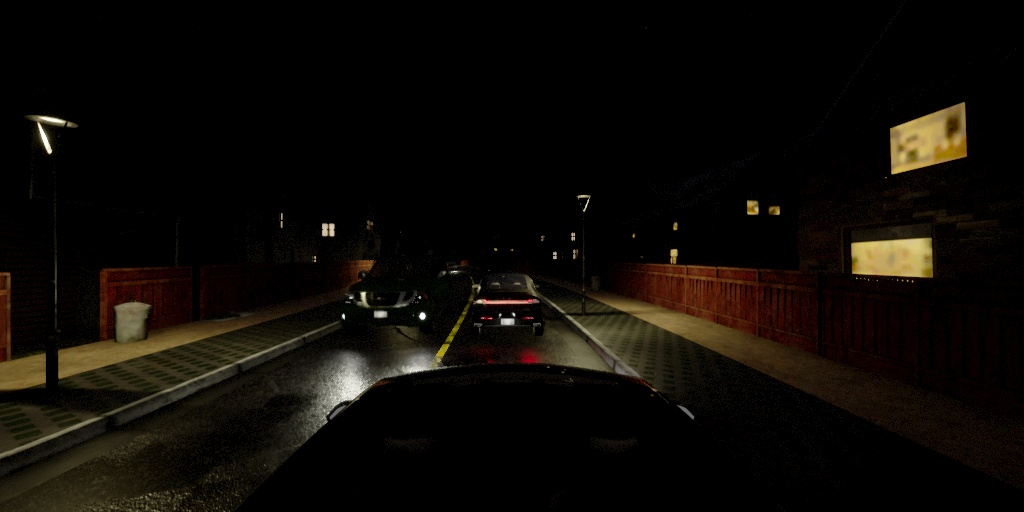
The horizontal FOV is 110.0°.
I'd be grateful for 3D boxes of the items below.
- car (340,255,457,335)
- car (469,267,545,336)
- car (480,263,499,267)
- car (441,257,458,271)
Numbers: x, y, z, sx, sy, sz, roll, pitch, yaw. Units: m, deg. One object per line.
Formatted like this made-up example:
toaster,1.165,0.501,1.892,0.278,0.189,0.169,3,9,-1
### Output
car,-3.121,0.976,10.922,2.150,2.045,5.566,0,0,-3
car,-0.173,1.249,10.382,2.128,1.511,4.902,0,0,-2
car,-1.951,1.326,30.565,1.837,1.490,4.892,0,0,-7
car,-10.014,1.223,56.936,2.150,2.045,5.566,0,-1,-15
